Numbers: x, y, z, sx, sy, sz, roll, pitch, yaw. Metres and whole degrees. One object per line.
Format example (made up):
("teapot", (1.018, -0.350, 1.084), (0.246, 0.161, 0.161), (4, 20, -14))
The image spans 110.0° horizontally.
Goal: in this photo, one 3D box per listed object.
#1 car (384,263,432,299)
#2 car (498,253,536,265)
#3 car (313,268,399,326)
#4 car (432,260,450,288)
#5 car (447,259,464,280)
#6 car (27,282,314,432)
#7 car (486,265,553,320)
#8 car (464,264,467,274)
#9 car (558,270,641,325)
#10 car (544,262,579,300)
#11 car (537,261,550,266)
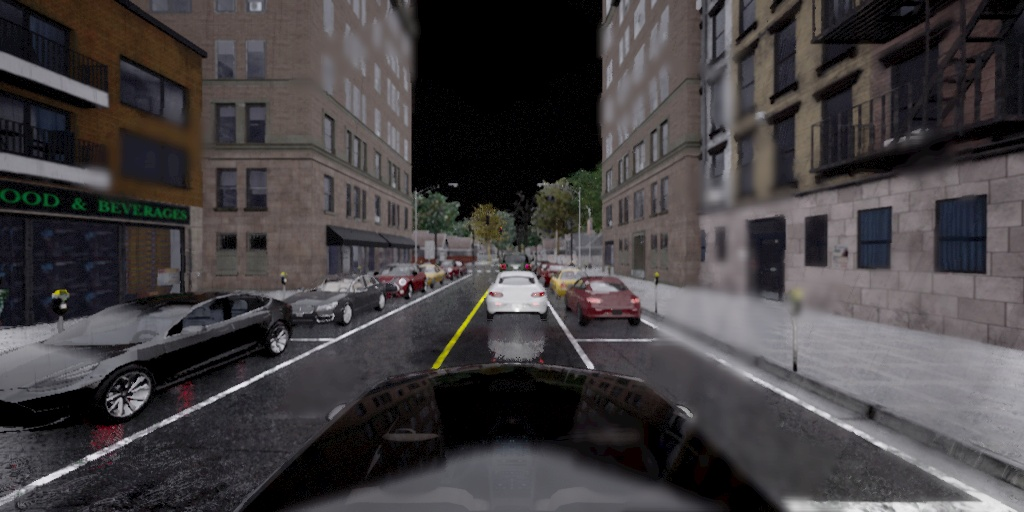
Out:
("car", (-5.302, 1.082, 16.741), (1.967, 1.591, 4.097), (0, 0, 0))
("car", (0.238, 0.812, 24.663), (2.150, 2.045, 5.566), (0, 0, 0))
("car", (-5.338, 1.231, 11.222), (2.007, 1.370, 4.403), (0, 0, 0))
("car", (-5.267, 1.131, 22.089), (1.751, 1.417, 4.829), (0, 0, 0))
("car", (-5.230, 1.008, 27.778), (1.967, 1.591, 4.097), (0, 0, 0))
("car", (-5.374, 1.286, 5.704), (1.948, 1.339, 4.313), (0, 0, 0))
("car", (0.155, 1.200, 12.129), (1.812, 1.442, 4.674), (0, 1, 0))
("car", (-5.193, 1.114, 33.297), (1.802, 1.307, 4.207), (0, 0, 0))
("car", (2.687, 1.263, 11.173), (1.802, 1.307, 4.207), (0, 0, 0))
("car", (2.724, 1.169, 16.861), (1.751, 1.417, 4.829), (0, 0, 0))
("car", (2.759, 1.151, 22.209), (1.888, 1.381, 4.507), (0, 0, 0))
